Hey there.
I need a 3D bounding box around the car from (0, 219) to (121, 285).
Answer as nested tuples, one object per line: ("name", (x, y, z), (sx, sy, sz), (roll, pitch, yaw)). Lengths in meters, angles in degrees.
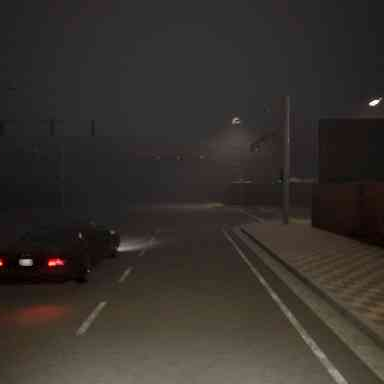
("car", (-3.418, 1.480, 9.365), (2.033, 1.411, 5.357), (0, 0, 0))
